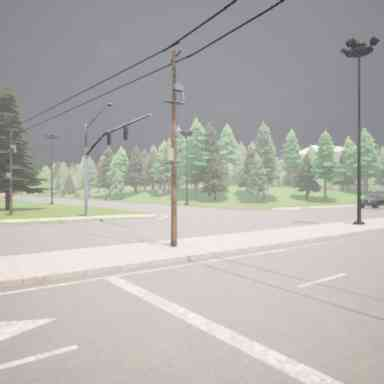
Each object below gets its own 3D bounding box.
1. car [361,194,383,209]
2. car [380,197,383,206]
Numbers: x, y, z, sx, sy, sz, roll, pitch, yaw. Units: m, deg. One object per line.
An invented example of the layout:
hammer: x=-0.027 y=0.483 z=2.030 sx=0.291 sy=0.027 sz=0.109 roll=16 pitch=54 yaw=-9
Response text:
car: x=25.809 y=1.250 z=46.809 sx=5.566 sy=2.045 sz=2.150 roll=0 pitch=0 yaw=-36
car: x=26.914 y=1.629 z=43.298 sx=4.718 sy=1.301 sz=1.895 roll=0 pitch=0 yaw=-36
